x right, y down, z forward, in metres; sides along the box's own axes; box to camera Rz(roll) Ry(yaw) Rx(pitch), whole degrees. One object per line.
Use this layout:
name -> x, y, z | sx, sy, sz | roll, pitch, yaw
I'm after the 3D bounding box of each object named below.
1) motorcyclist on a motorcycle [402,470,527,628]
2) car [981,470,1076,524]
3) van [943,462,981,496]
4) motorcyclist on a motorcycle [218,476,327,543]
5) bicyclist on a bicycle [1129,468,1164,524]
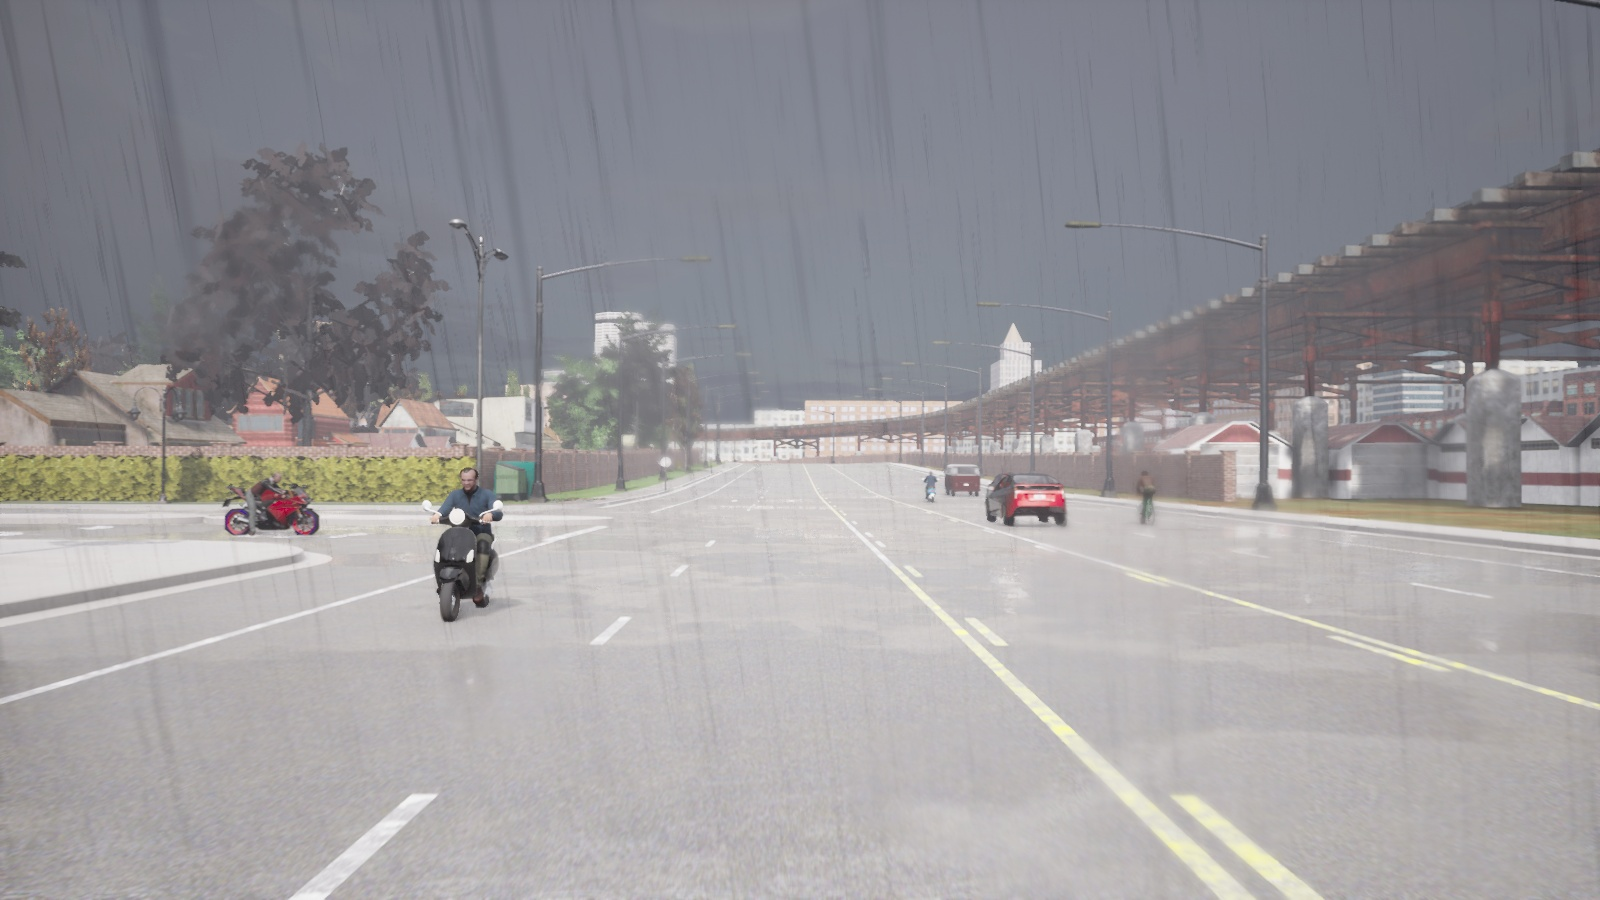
motorcyclist on a motorcycle -> -3.572, 1.009, 13.543 | 0.866, 1.590, 1.817 | 0, -1, 0
car -> 6.790, 1.367, 37.795 | 2.007, 1.525, 4.514 | 0, -1, 0
van -> 10.059, 1.773, 78.118 | 1.775, 1.987, 4.442 | 0, 0, 0
motorcyclist on a motorcycle -> -12.397, 1.395, 29.575 | 2.191, 1.530, 0.866 | 0, -1, -1
bicyclist on a bicycle -> 10.291, 1.351, 37.337 | 0.582, 1.620, 1.656 | 0, -1, 0
